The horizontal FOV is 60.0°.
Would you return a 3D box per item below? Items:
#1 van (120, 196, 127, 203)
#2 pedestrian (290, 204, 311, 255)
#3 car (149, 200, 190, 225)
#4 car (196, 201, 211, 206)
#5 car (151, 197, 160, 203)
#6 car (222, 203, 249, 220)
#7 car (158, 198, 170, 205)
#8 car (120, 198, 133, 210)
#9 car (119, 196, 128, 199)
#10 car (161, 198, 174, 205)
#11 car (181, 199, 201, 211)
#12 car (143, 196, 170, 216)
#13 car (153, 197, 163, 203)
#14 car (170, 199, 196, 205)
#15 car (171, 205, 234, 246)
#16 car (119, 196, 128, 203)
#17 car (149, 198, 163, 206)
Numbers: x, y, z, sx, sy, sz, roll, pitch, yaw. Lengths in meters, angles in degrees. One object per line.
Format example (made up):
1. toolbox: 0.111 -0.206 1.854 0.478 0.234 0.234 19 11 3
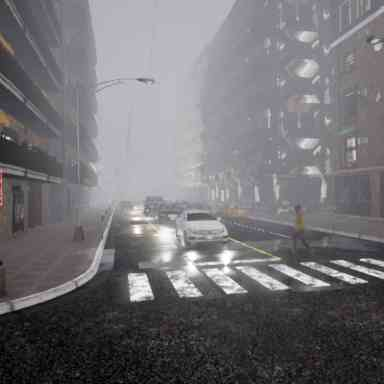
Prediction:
1. van: -18.070 2.017 87.774 1.690 1.788 3.998 -1 0 -12
2. pedestrian: 3.887 1.308 11.936 0.375 1.860 0.375 -1 0 -12
3. car: -1.869 1.632 25.899 2.128 1.511 4.902 -1 0 -12
4. car: 1.021 1.710 39.765 1.887 1.381 4.507 -1 0 -12
5. car: -9.877 2.156 89.544 1.802 1.307 4.206 -1 0 -12
6. car: 3.407 1.608 28.871 1.752 1.417 4.829 -1 0 -12
7. car: -6.244 1.985 72.952 2.008 1.369 4.403 -1 0 -12
8. car: -9.590 1.938 49.053 1.802 1.307 4.206 -1 0 -12
9. car: -14.438 1.851 71.181 2.192 1.841 5.009 -1 0 -12
10. car: -5.033 1.940 67.421 2.008 1.369 4.403 -1 0 -12
11. car: -0.189 1.754 45.295 1.887 1.381 4.507 -1 0 -12
12. car: -4.113 1.438 36.180 2.150 2.045 5.566 -1 0 -12
13. car: -8.668 1.966 84.013 1.967 1.590 4.097 -1 0 -12
14. car: -1.458 1.686 38.984 2.128 1.511 4.902 -1 0 -12
15. car: 0.303 1.601 15.979 1.812 1.442 4.674 -1 0 -11
16. car: -19.282 2.045 93.302 2.192 1.841 5.009 -1 0 -12
17. car: -7.031 1.888 64.430 2.128 1.511 4.902 -1 -1 -12
